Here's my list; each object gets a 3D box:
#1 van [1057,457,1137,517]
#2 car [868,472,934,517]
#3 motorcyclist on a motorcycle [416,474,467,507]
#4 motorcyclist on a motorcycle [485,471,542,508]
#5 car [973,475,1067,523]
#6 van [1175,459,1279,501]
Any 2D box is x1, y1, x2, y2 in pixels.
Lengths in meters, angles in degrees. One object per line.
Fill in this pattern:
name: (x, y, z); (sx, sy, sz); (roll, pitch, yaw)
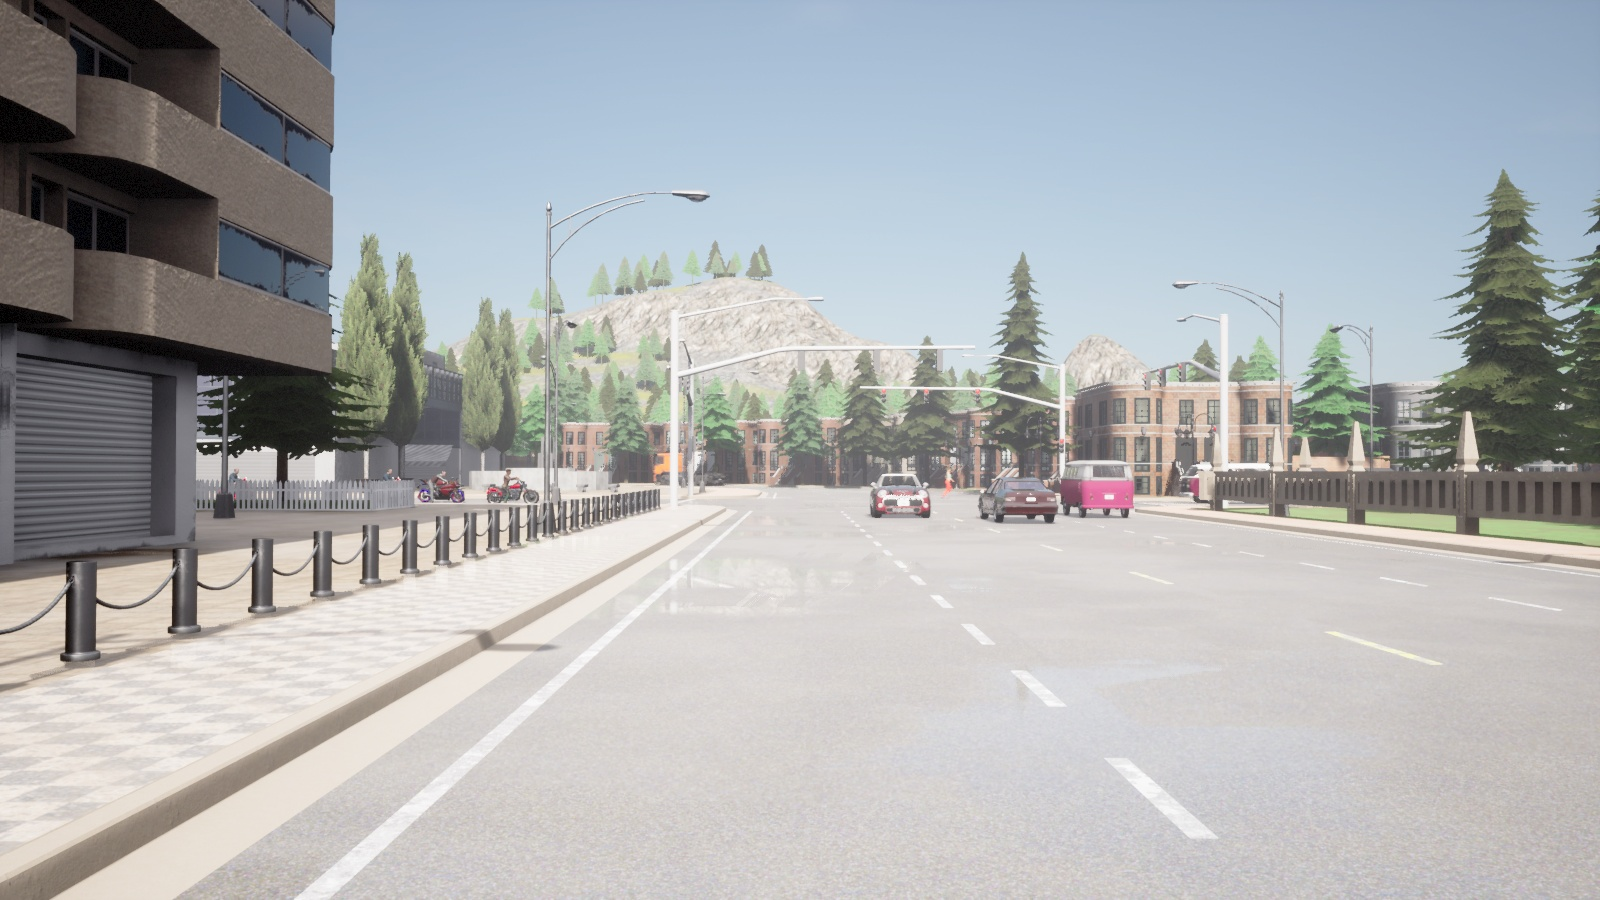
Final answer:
van: (10.387, 1.266, 44.219); (1.775, 1.987, 4.442); (0, -1, 0)
car: (3.397, 1.483, 42.767); (1.970, 1.475, 3.806); (0, -1, 0)
motorcyclist on a motorcycle: (-16.851, 1.906, 59.067); (2.191, 1.530, 0.866); (0, -1, 0)
motorcyclist on a motorcycle: (-12.683, 1.747, 55.582); (2.350, 1.649, 0.766); (0, -1, 0)
car: (6.898, 1.504, 39.958); (2.033, 1.411, 5.357); (0, -1, 0)
van: (21.281, 1.503, 62.698); (4.480, 2.038, 2.069); (0, -1, 0)
